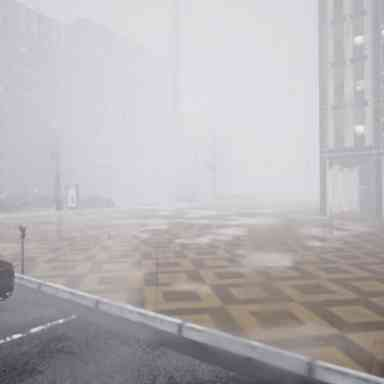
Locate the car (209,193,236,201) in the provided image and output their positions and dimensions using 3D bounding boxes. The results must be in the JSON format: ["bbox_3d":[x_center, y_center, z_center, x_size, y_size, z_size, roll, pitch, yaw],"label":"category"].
[{"bbox_3d":[5.596,0.940,59.934,2.008,1.369,4.403,0,0,36],"label":"car"}]

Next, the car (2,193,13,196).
[{"bbox_3d":[-20.644,1.031,37.988,2.192,1.841,5.009,0,0,36],"label":"car"}]

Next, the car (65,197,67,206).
[{"bbox_3d":[-17.400,1.219,42.467,1.887,1.381,4.507,0,0,36],"label":"car"}]

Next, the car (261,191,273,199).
[{"bbox_3d":[15.321,0.588,73.364,2.192,1.841,5.009,0,0,36],"label":"car"}]

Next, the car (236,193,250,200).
[{"bbox_3d":[8.839,0.895,64.411,1.887,1.381,4.507,0,0,36],"label":"car"}]

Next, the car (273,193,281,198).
[{"bbox_3d":[18.564,0.786,77.841,2.008,1.369,4.403,0,0,36],"label":"car"}]

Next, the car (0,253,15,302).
[{"bbox_3d":[-5.336,1.511,6.853,4.403,1.369,2.008,0,-1,36],"label":"car"}]

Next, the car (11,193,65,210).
[{"bbox_3d":[-17.475,1.181,37.959,1.837,1.490,4.892,-1,0,36],"label":"car"}]

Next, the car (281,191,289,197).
[{"bbox_3d":[21.807,0.780,82.319,1.802,1.307,4.206,0,0,36],"label":"car"}]

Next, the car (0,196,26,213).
[{"bbox_3d":[-17.097,1.259,28.596,1.802,1.307,4.206,0,0,36],"label":"car"}]

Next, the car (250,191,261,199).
[{"bbox_3d":[12.081,0.894,68.888,1.802,1.307,4.206,0,0,36],"label":"car"}]

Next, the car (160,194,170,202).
[{"bbox_3d":[-3.424,1.024,57.266,1.812,1.442,4.674,-1,0,36],"label":"car"}]

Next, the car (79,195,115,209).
[{"bbox_3d":[-10.614,1.032,37.549,1.967,1.590,4.097,0,0,36],"label":"car"}]

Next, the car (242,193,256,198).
[{"bbox_3d":[15.020,0.846,87.235,1.947,1.339,4.313,0,0,36],"label":"car"}]

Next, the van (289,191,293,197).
[{"bbox_3d":[25.047,0.503,86.795,1.690,1.788,3.998,0,0,36],"label":"van"}]

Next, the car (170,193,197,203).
[{"bbox_3d":[-0.888,0.909,50.980,1.967,1.590,4.097,0,0,36],"label":"car"}]
